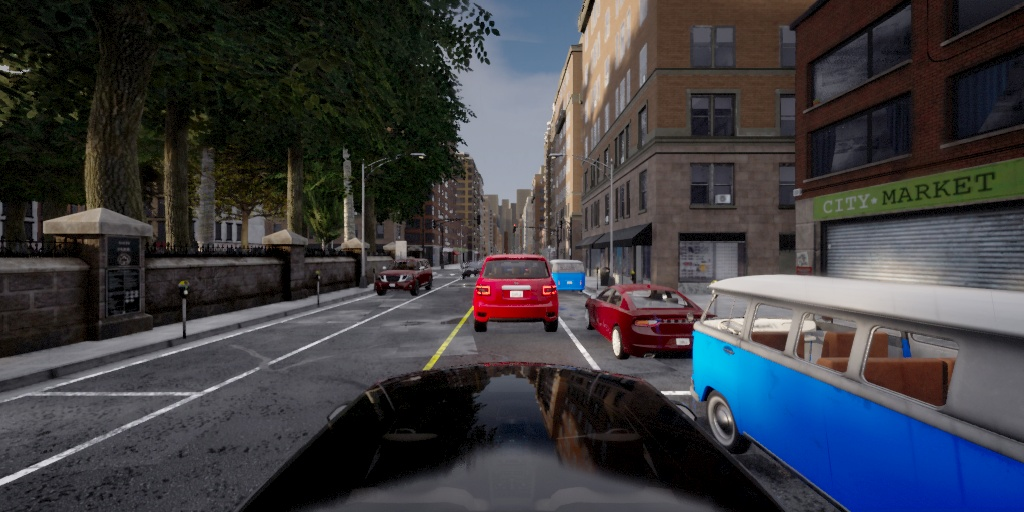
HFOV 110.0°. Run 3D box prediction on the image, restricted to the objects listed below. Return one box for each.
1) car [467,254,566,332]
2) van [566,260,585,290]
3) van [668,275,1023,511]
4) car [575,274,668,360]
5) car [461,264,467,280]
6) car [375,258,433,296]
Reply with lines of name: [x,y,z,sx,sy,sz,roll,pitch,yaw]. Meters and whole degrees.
car: [0.095,0.970,10.972,2.150,2.045,5.566,0,0,0]
van: [2.851,1.085,19.535,1.690,1.789,3.998,0,0,0]
van: [2.856,1.091,2.553,1.690,1.789,3.998,0,0,0]
car: [2.855,1.294,8.214,1.888,1.381,4.507,0,0,0]
car: [-3.009,1.083,29.991,2.033,1.411,5.357,0,0,0]
car: [-5.673,1.059,19.492,2.192,1.841,5.009,0,0,0]
